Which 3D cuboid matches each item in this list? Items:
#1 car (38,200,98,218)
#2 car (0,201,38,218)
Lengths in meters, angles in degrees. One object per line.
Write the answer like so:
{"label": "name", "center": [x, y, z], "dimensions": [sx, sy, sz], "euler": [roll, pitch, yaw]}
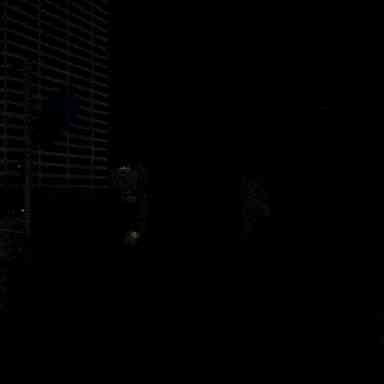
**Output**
{"label": "car", "center": [-11.086, 1.477, 30.754], "dimensions": [1.882, 1.535, 5.008], "euler": [0, 0, 35]}
{"label": "car", "center": [-15.458, 1.547, 30.638], "dimensions": [2.033, 1.411, 5.357], "euler": [0, 0, 35]}
